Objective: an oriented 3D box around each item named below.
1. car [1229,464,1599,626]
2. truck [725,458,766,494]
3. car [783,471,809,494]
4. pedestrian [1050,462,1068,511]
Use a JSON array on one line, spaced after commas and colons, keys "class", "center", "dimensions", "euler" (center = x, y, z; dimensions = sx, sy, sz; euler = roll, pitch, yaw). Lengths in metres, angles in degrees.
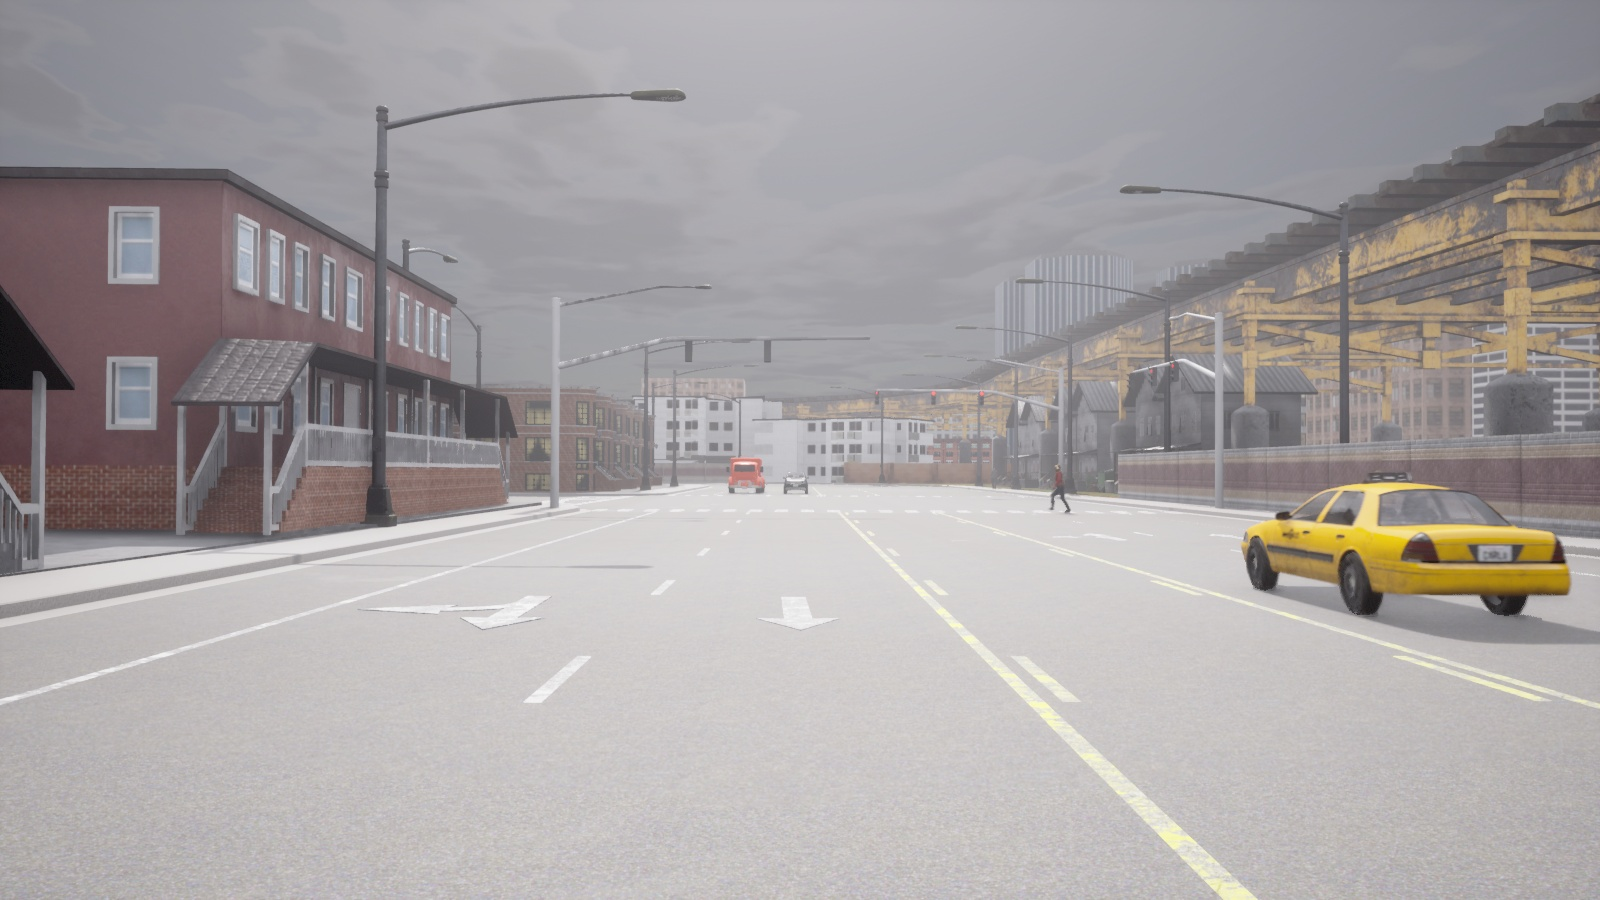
[{"class": "car", "center": [6.953, 0.977, 14.979], "dimensions": [1.801, 1.575, 5.366], "euler": [0, -1, 0]}, {"class": "truck", "center": [-3.771, 1.811, 87.794], "dimensions": [2.627, 2.467, 5.204], "euler": [0, -1, 0]}, {"class": "car", "center": [-0.259, 2.240, 86.340], "dimensions": [1.789, 1.549, 3.705], "euler": [0, -1, 0]}, {"class": "pedestrian", "center": [9.760, 1.360, 47.307], "dimensions": [0.636, 1.846, 0.331], "euler": [0, -1, 8]}]
